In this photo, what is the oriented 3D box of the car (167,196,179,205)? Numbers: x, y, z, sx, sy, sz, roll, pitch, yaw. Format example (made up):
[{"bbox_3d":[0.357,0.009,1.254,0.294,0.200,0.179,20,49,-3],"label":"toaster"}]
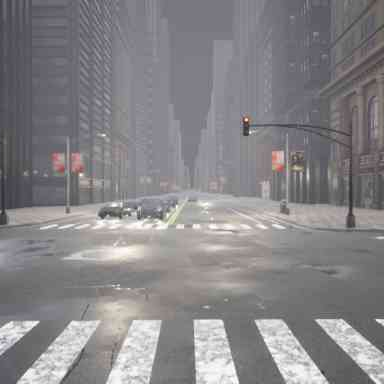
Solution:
[{"bbox_3d":[-3.273,1.455,57.745,1.837,1.490,4.892,0,0,0],"label":"car"}]

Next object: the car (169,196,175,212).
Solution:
[{"bbox_3d":[-3.320,1.524,37.472,2.033,1.411,5.357,0,0,0],"label":"car"}]

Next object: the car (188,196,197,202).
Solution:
[{"bbox_3d":[0.138,1.469,70.256,2.033,1.411,5.357,0,0,0],"label":"car"}]

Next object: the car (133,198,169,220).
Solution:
[{"bbox_3d":[-3.327,1.337,27.998,2.097,1.767,4.553,0,0,0],"label":"car"}]

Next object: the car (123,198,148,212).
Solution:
[{"bbox_3d":[-6.567,1.523,39.355,2.033,1.411,5.357,0,0,0],"label":"car"}]

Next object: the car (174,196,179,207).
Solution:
[{"bbox_3d":[-3.319,1.531,47.371,1.994,1.385,4.181,0,0,0],"label":"car"}]

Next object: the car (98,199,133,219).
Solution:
[{"bbox_3d":[-6.551,1.531,29.257,2.033,1.411,5.357,0,0,4],"label":"car"}]

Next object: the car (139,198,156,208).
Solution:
[{"bbox_3d":[-6.565,1.565,49.441,1.895,1.301,4.718,0,0,0],"label":"car"}]
